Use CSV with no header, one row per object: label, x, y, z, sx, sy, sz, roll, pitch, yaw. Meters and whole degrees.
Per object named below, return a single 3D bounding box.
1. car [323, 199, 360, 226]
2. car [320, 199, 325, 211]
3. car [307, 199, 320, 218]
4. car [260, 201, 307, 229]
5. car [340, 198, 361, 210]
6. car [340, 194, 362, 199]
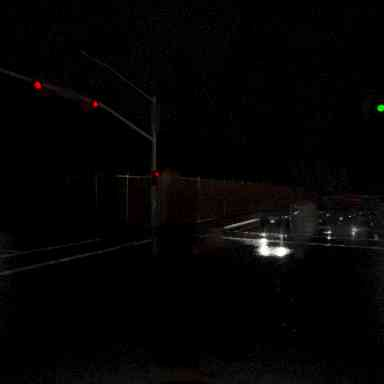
car,10.825,1.492,23.848,1.837,1.490,4.892,0,0,27
car,15.297,1.548,40.289,2.033,1.411,5.357,0,0,27
car,10.122,1.518,30.142,1.812,1.442,4.674,0,0,27
car,5.893,1.478,21.898,2.128,1.511,4.902,0,0,27
car,14.879,1.557,31.779,1.994,1.385,4.181,0,0,27
car,20.101,1.219,41.976,2.150,2.045,5.566,0,0,27
